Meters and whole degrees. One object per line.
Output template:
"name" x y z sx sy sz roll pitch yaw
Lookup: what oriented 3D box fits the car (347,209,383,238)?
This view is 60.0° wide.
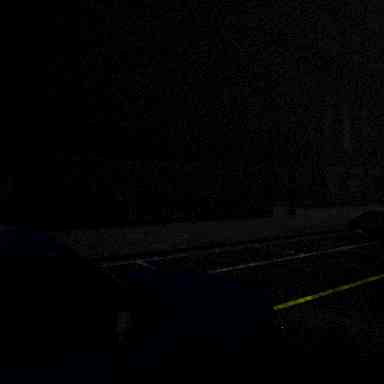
"car" 9.998 1.567 17.645 4.313 1.339 1.947 0 0 -36

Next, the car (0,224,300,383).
"car" -1.680 1.217 2.235 5.566 2.045 2.150 0 0 -35
